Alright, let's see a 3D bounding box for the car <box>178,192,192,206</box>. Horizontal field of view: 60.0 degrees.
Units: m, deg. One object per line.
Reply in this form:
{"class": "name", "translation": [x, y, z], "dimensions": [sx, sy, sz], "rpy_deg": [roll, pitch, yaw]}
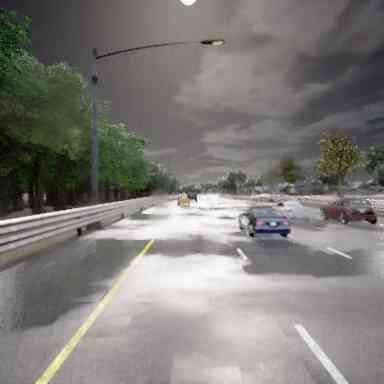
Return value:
{"class": "car", "translation": [-1.224, 1.226, 50.532], "dimensions": [1.801, 1.575, 5.366], "rpy_deg": [0, 0, 0]}

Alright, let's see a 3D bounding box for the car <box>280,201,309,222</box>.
{"class": "car", "translation": [7.099, 1.370, 24.359], "dimensions": [1.812, 1.442, 4.674], "rpy_deg": [0, 1, 0]}

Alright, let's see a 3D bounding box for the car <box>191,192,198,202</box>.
{"class": "car", "translation": [0.002, 0.943, 69.064], "dimensions": [2.150, 2.045, 5.566], "rpy_deg": [0, 0, 0]}

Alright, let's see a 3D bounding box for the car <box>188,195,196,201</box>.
{"class": "car", "translation": [0.001, 1.474, 85.572], "dimensions": [1.812, 1.442, 4.674], "rpy_deg": [0, -1, 0]}

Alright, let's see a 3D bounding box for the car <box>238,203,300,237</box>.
{"class": "car", "translation": [3.599, 1.437, 17.260], "dimensions": [2.033, 1.411, 5.357], "rpy_deg": [0, 0, 0]}

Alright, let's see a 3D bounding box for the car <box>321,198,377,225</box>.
{"class": "car", "translation": [10.599, 1.206, 22.813], "dimensions": [2.097, 1.767, 4.553], "rpy_deg": [0, 0, 0]}
